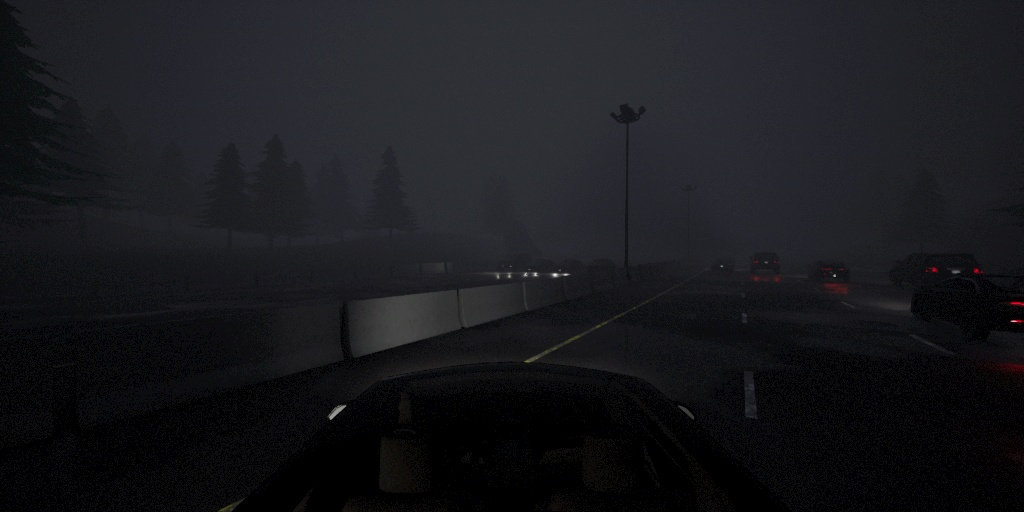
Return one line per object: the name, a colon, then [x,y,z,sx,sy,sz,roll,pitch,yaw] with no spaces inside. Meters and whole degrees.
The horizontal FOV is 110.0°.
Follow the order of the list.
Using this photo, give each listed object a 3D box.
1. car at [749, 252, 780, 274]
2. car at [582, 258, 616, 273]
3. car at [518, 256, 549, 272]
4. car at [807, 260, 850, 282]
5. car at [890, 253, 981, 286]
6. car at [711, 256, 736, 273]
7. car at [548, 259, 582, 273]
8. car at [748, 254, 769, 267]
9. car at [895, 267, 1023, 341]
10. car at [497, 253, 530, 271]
car: [24.401,0.627,34.660,2.150,2.045,5.566,0,1,32]
car: [9.331,1.006,37.247,1.882,1.535,5.008,0,1,32]
car: [3.284,1.040,40.786,2.033,1.411,5.357,0,1,33]
car: [23.449,1.032,26.651,1.837,1.490,4.892,0,1,32]
car: [23.304,0.826,19.905,2.150,2.045,5.566,0,1,32]
car: [21.815,0.955,37.121,1.994,1.385,4.181,0,1,33]
car: [6.340,1.039,39.067,2.033,1.411,5.357,0,1,33]
car: [32.415,0.582,47.240,2.128,1.511,4.902,0,1,32]
car: [12.364,1.219,9.238,2.128,1.511,4.902,0,0,32]
car: [0.442,0.715,42.836,2.150,2.045,5.566,0,1,32]
